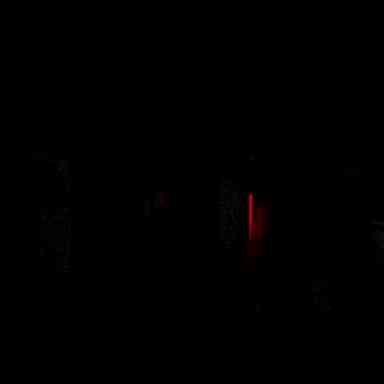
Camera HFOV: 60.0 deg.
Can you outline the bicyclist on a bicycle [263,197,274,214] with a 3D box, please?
[{"bbox_3d":[7.370,1.349,32.092,1.656,1.620,0.582,0,0,-36],"label":"bicyclist on a bicycle"}]
